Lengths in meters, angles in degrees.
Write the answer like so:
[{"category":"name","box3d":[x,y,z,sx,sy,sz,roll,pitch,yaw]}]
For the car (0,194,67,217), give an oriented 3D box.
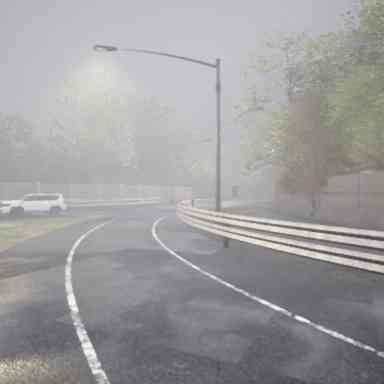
[{"category":"car","box3d":[-14.585,1.167,30.882,5.566,2.045,2.150,0,0,-41]}]
